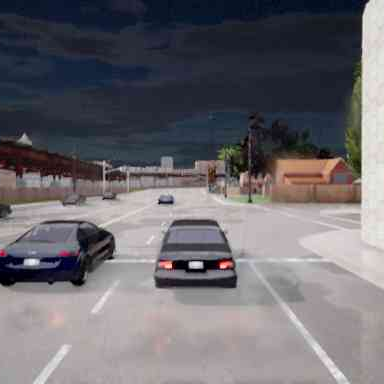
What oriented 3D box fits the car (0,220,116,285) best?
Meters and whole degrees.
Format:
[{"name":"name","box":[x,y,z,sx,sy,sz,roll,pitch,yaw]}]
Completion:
[{"name":"car","box":[-3.427,1.445,9.120,1.994,1.385,4.181,0,1,0]}]

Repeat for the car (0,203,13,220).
[{"name":"car","box":[-14.144,1.261,22.181,2.033,1.411,5.357,0,1,0]}]

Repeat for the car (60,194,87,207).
[{"name":"car","box":[-14.177,0.988,40.115,1.837,1.490,4.892,0,1,0]}]

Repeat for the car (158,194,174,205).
[{"name":"car","box":[-3.490,0.979,45.499,1.994,1.385,4.181,0,1,0]}]

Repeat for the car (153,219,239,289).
[{"name":"car","box":[0.074,1.431,8.957,2.033,1.411,5.357,0,1,0]}]

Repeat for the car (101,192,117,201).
[{"name":"car","box":[-14.179,0.770,57.240,1.837,1.490,4.892,0,1,0]}]
